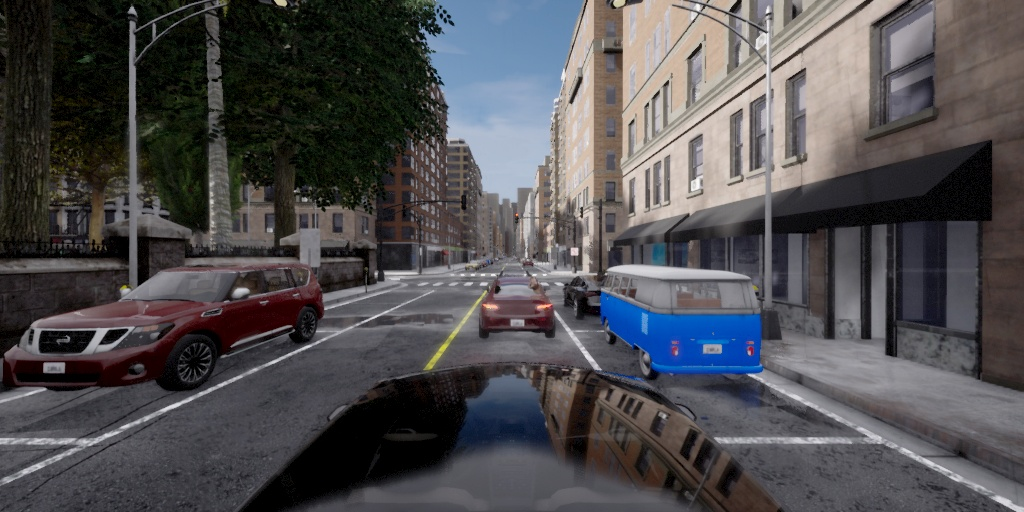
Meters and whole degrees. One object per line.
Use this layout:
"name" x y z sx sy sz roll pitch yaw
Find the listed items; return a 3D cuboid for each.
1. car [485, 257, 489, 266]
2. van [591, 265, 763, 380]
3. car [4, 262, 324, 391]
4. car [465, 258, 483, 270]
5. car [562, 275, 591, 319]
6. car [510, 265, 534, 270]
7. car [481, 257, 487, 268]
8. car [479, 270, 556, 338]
"car" -5.525 1.263 61.538 1.888 1.381 4.507 0 0 0
"van" 2.869 1.090 6.968 1.690 1.789 3.998 0 0 0
"car" -5.656 1.064 6.948 2.192 1.841 5.009 0 0 0
"car" -5.552 1.246 50.467 1.751 1.417 4.829 0 0 0
"car" 2.883 1.313 12.628 1.948 1.339 4.313 0 0 0
"car" 0.116 1.344 18.831 1.895 1.301 4.718 0 0 -1
"car" -5.538 1.269 56.087 2.007 1.370 4.403 0 0 0
"car" 0.125 1.274 10.009 1.812 1.442 4.674 0 0 0
